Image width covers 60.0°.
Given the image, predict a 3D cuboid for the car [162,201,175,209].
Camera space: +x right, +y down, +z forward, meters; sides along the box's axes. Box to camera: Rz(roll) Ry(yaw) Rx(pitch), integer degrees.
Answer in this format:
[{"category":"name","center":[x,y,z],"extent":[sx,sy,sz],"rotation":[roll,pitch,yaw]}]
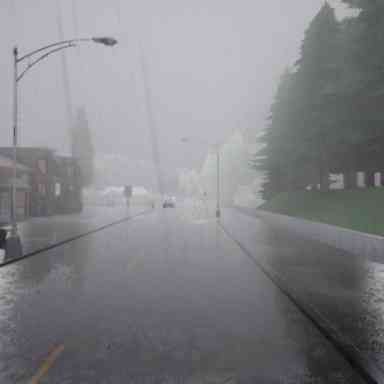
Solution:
[{"category":"car","center":[-3.988,2.139,56.914],"extent":[1.895,1.301,4.718],"rotation":[0,-1,0]}]
